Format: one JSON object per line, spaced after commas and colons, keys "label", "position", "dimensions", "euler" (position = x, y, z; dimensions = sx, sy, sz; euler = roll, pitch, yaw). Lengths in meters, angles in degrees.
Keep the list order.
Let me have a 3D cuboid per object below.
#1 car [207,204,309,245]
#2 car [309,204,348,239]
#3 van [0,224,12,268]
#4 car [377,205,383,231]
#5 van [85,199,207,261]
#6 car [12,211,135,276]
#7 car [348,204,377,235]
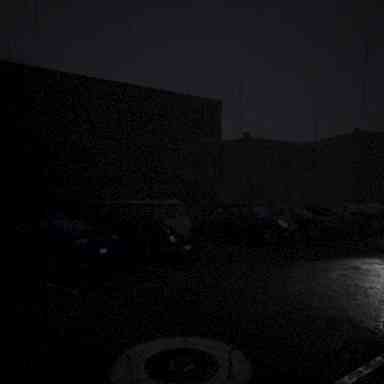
{"label": "car", "position": [2.708, 1.361, 15.567], "dimensions": [4.553, 1.767, 2.185], "euler": [-1, -1, 34]}
{"label": "car", "position": [5.116, 1.490, 17.254], "dimensions": [4.892, 1.521, 2.231], "euler": [-1, -1, 35]}
{"label": "van", "position": [-6.920, 1.262, 8.793], "dimensions": [4.442, 1.987, 1.878], "euler": [-1, 0, 35]}
{"label": "car", "position": [9.894, 1.496, 20.669], "dimensions": [4.892, 1.521, 2.231], "euler": [-1, -1, 34]}
{"label": "van", "position": [-1.947, 1.256, 12.077], "dimensions": [4.442, 1.987, 1.878], "euler": [-1, -1, 34]}
{"label": "car", "position": [-4.428, 1.484, 10.427], "dimensions": [5.008, 1.535, 2.097], "euler": [-1, 0, 35]}
{"label": "car", "position": [7.534, 1.521, 18.938], "dimensions": [4.792, 1.488, 2.163], "euler": [-1, -1, 35]}
